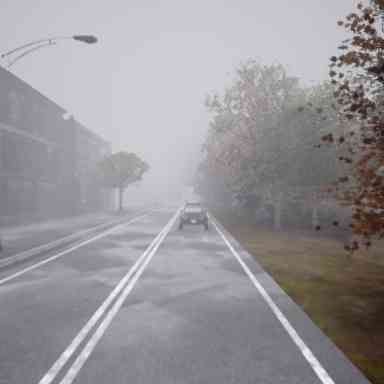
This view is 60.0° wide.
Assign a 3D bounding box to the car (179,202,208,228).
[{"bbox_3d":[0.096,1.644,22.834,1.812,1.442,4.674,0,0,0],"label":"car"}]

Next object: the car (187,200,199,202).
[{"bbox_3d":[0.091,1.691,41.547,1.882,1.535,5.008,0,0,0],"label":"car"}]
